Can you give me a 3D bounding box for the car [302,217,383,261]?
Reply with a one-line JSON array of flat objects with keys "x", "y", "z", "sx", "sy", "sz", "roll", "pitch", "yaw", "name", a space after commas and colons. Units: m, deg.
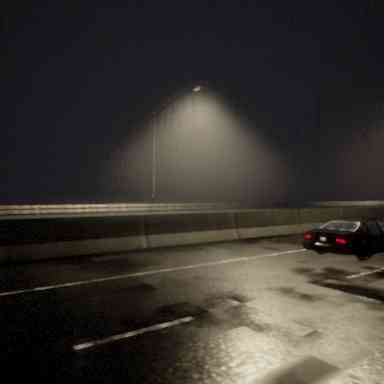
[{"x": 6.527, "y": 1.675, "z": 12.808, "sx": 5.357, "sy": 1.411, "sz": 2.033, "roll": 1, "pitch": 0, "yaw": -35, "name": "car"}]
